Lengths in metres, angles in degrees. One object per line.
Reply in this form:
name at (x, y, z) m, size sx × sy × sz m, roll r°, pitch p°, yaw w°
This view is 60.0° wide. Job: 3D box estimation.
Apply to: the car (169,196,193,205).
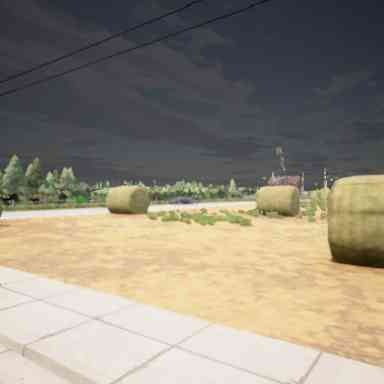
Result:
car at (-1.746, 1.427, 53.977) m, size 1.837 × 1.490 × 4.892 m, roll 0°, pitch 0°, yaw 39°
